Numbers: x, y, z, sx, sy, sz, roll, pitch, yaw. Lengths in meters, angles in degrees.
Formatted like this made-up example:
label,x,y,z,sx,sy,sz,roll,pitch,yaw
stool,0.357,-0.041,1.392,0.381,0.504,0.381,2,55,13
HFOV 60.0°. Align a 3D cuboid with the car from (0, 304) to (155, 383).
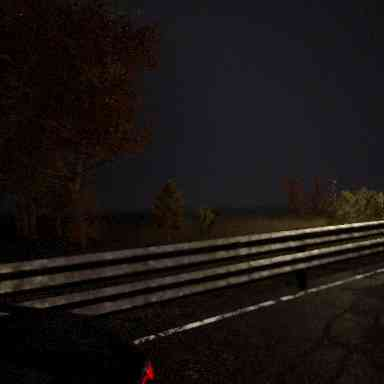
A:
label,x,y,z,sx,sy,sz,roll,pitch,yaw
car,-2.269,1.568,2.065,4.181,1.385,1.994,0,0,-35
